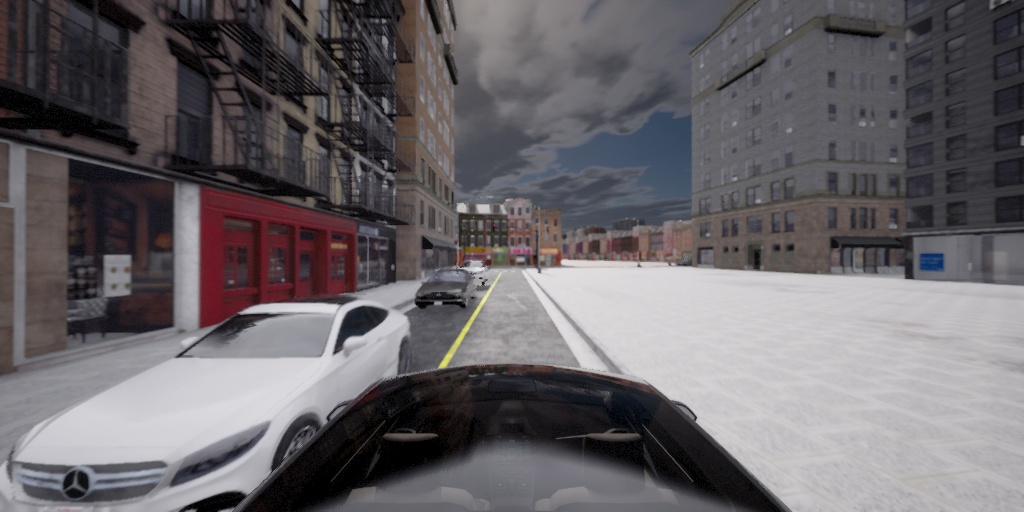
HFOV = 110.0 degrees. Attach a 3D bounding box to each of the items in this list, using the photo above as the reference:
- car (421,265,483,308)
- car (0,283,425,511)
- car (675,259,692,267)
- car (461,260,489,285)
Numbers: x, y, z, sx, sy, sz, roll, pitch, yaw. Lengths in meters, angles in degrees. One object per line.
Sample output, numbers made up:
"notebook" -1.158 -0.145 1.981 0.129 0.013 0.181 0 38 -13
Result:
"car" -2.593 1.278 15.271 2.033 1.411 5.357 0 0 0
"car" -2.594 1.273 4.426 1.812 1.442 4.674 0 0 0
"car" 29.051 1.141 57.623 5.357 1.411 2.033 0 0 -9
"car" -2.503 0.964 22.966 1.812 1.442 4.674 0 0 0
